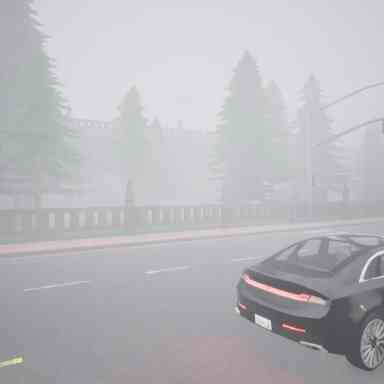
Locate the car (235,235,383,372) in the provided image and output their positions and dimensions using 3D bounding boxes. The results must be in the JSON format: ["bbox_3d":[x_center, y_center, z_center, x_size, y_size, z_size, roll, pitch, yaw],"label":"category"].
[{"bbox_3d":[2.990,1.492,5.651,4.902,1.511,2.128,0,0,-32],"label":"car"}]
